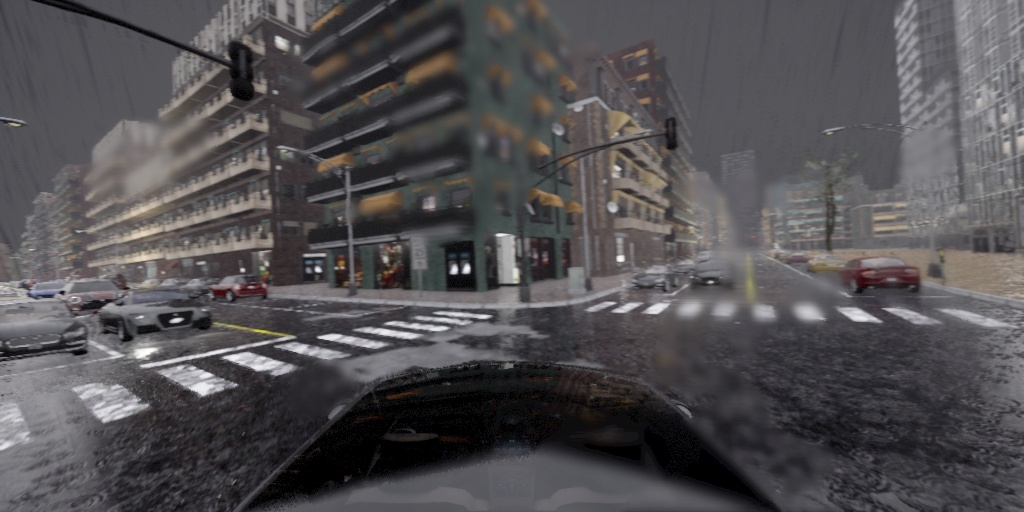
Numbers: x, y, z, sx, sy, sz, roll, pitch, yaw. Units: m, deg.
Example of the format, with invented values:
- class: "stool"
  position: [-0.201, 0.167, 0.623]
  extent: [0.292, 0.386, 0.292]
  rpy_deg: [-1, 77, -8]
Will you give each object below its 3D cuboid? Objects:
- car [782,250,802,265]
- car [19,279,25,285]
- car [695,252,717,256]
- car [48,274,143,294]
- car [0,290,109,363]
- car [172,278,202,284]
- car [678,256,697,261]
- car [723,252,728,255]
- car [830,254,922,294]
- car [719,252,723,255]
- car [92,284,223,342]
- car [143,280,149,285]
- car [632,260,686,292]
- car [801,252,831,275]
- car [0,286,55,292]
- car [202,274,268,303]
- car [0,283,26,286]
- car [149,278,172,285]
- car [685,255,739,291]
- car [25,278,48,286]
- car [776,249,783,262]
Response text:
- class: "car"
  position: [29.905, 0.207, 37.562]
  extent: [1.802, 1.307, 4.207]
  rpy_deg: [0, 0, 33]
- class: "car"
  position: [-30.666, 2.321, 20.919]
  extent: [5.009, 1.841, 2.192]
  rpy_deg: [0, 0, 33]
- class: "car"
  position: [19.877, 0.573, 37.566]
  extent: [1.967, 1.591, 4.097]
  rpy_deg: [0, 0, 33]
- class: "car"
  position: [-19.577, 1.907, 16.812]
  extent: [4.553, 1.767, 2.097]
  rpy_deg: [-2, 0, 33]
- class: "car"
  position: [-11.977, 1.779, 8.830]
  extent: [4.403, 1.370, 2.007]
  rpy_deg: [0, 0, 33]
- class: "car"
  position: [-21.419, 2.208, 24.917]
  extent: [4.403, 1.370, 2.007]
  rpy_deg: [0, 0, 33]
- class: "car"
  position: [13.780, 0.888, 28.335]
  extent: [2.007, 1.370, 4.403]
  rpy_deg: [0, 0, 33]
- class: "car"
  position: [32.072, 0.168, 56.029]
  extent: [1.967, 1.591, 4.097]
  rpy_deg: [0, 0, 33]
- class: "car"
  position: [14.663, 0.684, 14.483]
  extent: [1.888, 1.381, 4.507]
  rpy_deg: [0, 0, 33]
- class: "car"
  position: [25.974, 0.512, 46.797]
  extent: [1.802, 1.307, 4.207]
  rpy_deg: [0, 0, 33]
- class: "car"
  position: [-11.545, 1.785, 11.615]
  extent: [4.181, 1.385, 1.994]
  rpy_deg: [-2, 0, 32]
- class: "car"
  position: [-30.905, 2.573, 31.054]
  extent: [4.829, 1.417, 1.751]
  rpy_deg: [0, 0, 33]
- class: "car"
  position: [7.683, 1.096, 19.103]
  extent: [2.007, 1.370, 4.403]
  rpy_deg: [0, 0, 33]
- class: "car"
  position: [20.853, 0.457, 23.857]
  extent: [1.751, 1.417, 4.829]
  rpy_deg: [0, 0, 33]
- class: "car"
  position: [-16.506, 1.948, 11.760]
  extent: [4.829, 1.417, 1.751]
  rpy_deg: [0, 0, 33]
- class: "car"
  position: [-16.747, 1.903, 21.895]
  extent: [4.097, 1.591, 1.967]
  rpy_deg: [0, 0, 33]
- class: "car"
  position: [-25.994, 2.356, 17.897]
  extent: [4.507, 1.381, 1.888]
  rpy_deg: [0, 0, 33]
- class: "car"
  position: [-26.090, 2.403, 27.940]
  extent: [4.403, 1.370, 2.007]
  rpy_deg: [0, 0, 33]
- class: "car"
  position: [10.399, 0.903, 18.406]
  extent: [1.837, 1.490, 4.892]
  rpy_deg: [-3, -1, 33]
- class: "car"
  position: [-31.281, 2.521, 24.405]
  extent: [5.008, 1.535, 1.882]
  rpy_deg: [-2, 0, 33]
- class: "car"
  position: [36.097, -0.053, 46.936]
  extent: [1.751, 1.417, 4.829]
  rpy_deg: [0, 0, 33]
